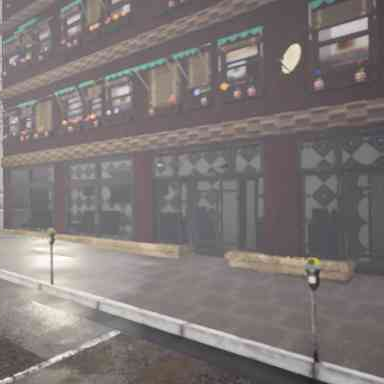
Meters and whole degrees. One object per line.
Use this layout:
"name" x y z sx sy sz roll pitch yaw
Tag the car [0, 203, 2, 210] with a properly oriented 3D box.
"car" -21.700 1.454 33.735 1.947 1.339 4.313 -1 0 36
